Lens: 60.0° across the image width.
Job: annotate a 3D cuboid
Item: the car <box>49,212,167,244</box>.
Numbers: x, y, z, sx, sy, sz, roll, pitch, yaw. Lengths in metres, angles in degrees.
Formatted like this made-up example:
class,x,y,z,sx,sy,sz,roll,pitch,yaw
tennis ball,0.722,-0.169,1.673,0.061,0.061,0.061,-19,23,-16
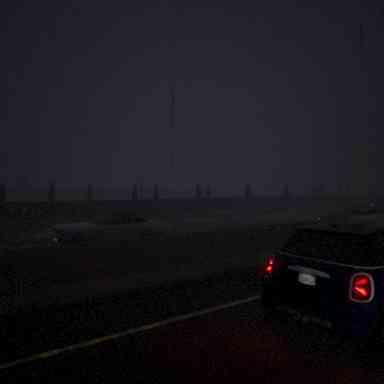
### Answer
class,x,y,z,sx,sy,sz,roll,pitch,yaw
car,-3.534,1.564,14.369,4.718,1.301,1.895,0,0,-35

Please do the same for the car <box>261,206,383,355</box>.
class,x,y,z,sx,sy,sz,roll,pitch,yaw
car,3.448,1.309,6.205,4.553,1.767,2.097,0,0,-35

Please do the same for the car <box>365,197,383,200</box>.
class,x,y,z,sx,sy,sz,roll,pitch,yaw
car,19.279,1.233,35.009,5.008,1.535,1.882,0,0,-36

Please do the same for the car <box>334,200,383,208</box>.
class,x,y,z,sx,sy,sz,roll,pitch,yaw
car,8.978,1.402,18.978,4.674,1.442,1.812,0,0,-36
